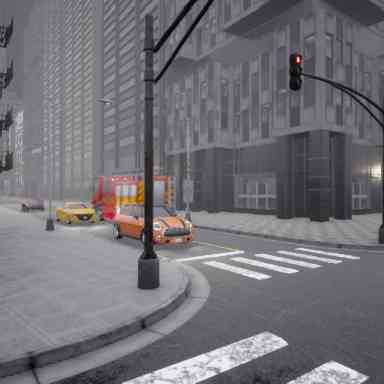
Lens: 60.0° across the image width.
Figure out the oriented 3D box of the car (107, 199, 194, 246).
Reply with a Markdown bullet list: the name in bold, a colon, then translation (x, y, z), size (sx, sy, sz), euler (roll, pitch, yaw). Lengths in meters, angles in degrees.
- **car**: translation (-1.873, 1.370, 15.262), size (2.097, 1.767, 4.553), euler (0, 0, -36)

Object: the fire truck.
- **fire truck**: translation (-4.604, 0.378, 24.430), size (2.891, 3.827, 8.468), euler (0, 0, -35)

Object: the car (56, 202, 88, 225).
- **car**: translation (-8.786, 1.512, 24.945), size (1.882, 1.535, 5.008), euler (0, 0, -35)

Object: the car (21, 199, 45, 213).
- **car**: translation (-18.552, 1.535, 38.745), size (1.882, 1.535, 5.008), euler (0, 0, -35)
